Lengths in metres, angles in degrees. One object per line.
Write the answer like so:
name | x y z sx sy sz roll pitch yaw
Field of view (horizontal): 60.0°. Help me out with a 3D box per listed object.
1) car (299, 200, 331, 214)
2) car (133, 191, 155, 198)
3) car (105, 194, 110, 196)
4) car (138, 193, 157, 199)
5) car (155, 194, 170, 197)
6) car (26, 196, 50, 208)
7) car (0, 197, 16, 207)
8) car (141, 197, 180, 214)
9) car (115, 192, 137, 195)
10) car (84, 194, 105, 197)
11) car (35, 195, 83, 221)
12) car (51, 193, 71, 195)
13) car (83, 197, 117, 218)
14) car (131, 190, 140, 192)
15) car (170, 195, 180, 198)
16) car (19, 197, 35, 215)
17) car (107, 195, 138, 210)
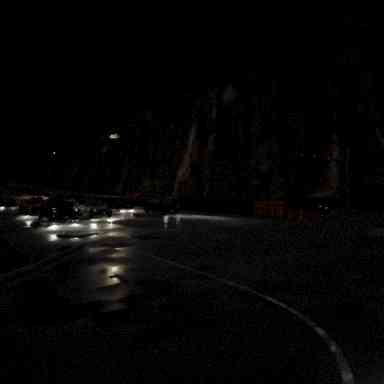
car | 11.329 1.439 32.597 1.994 1.385 4.181 0 0 -36
car | -9.968 1.142 66.657 1.837 1.490 4.892 0 1 -37
car | -19.040 1.059 72.913 1.895 1.301 4.718 0 1 -37
car | -10.624 0.945 79.191 2.033 1.411 5.357 0 1 -37
car | -7.171 1.093 68.759 1.882 1.535 5.008 0 1 -37
car | -22.035 1.394 47.602 2.033 1.411 5.357 0 1 -37
car | -27.067 1.377 48.505 2.033 1.411 5.357 0 1 -37
car | -3.212 1.522 34.203 1.895 1.301 4.718 0 0 -37
car | -13.015 1.216 64.886 1.994 1.385 4.181 0 1 -37
car | -15.384 1.303 50.415 1.882 1.535 5.008 0 1 -37
car | -10.820 1.336 26.861 2.097 1.767 4.553 0 0 -37
car | -14.661 1.156 37.759 2.150 2.045 5.566 0 1 -37
car | -8.831 1.487 30.030 1.812 1.442 4.674 0 0 -37
car | -13.440 0.650 77.108 2.150 2.045 5.566 0 1 -37
car | -4.638 1.187 71.217 1.895 1.301 4.718 0 1 -37
car | -16.396 1.441 34.239 1.882 1.535 5.008 0 1 -37
car | -8.935 1.464 41.794 1.994 1.385 4.181 0 0 -37
